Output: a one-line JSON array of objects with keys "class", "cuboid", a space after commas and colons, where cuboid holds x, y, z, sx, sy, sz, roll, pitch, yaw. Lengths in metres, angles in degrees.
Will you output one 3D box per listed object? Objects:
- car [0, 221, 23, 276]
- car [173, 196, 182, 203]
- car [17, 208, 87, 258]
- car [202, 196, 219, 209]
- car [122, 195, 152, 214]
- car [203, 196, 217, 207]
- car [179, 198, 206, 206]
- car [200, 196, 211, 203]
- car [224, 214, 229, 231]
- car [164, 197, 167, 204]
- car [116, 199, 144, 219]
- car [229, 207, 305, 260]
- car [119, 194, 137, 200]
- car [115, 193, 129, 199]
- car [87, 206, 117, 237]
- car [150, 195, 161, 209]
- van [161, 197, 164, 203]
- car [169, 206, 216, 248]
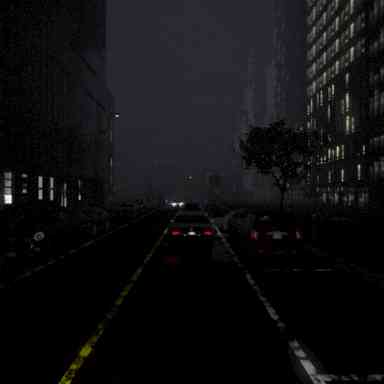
[{"class": "car", "cuboid": [-5.687, 1.545, 6.922, 1.887, 1.381, 4.507, 0, 0, 0]}, {"class": "car", "cuboid": [-3.001, 1.594, 70.688, 1.895, 1.301, 4.718, 0, 0, 0]}, {"class": "car", "cuboid": [-5.687, 1.440, 12.461, 1.967, 1.590, 4.097, 0, 0, 0]}, {"class": "car", "cuboid": [2.693, 1.547, 45.697, 1.887, 1.381, 4.507, 0, 0, 0]}, {"class": "car", "cuboid": [-5.687, 1.442, 34.619, 1.967, 1.590, 4.097, 0, 0, 0]}, {"class": "car", "cuboid": [2.694, 1.443, 51.237, 1.967, 1.590, 4.097, 0, 0, 0]}, {"class": "car", "cuboid": [0.000, 1.535, 29.650, 1.812, 1.442, 4.674, 0, 0, 0]}, {"class": "car", "cuboid": [2.693, 1.570, 67.854, 1.947, 1.339, 4.313, 0, 0, 0]}, {"class": "car", "cuboid": [2.693, 1.526, 18.171, 1.752, 1.417, 4.829, 0, 0, 0]}, {"class": "car", "cuboid": [-5.687, 1.569, 62.315, 1.947, 1.339, 4.313, 0, 0, 0]}, {"class": "car", "cuboid": [-5.687, 1.546, 29.079, 1.887, 1.381, 4.507, 0, 0, 0]}, {"class": "car", "cuboid": [2.694, 1.441, 12.462, 1.967, 1.590, 4.097, 0, 0, 0]}, {"class": "car", "cuboid": [-17.269, 1.375, 89.333, 4.507, 1.381, 1.887, 1, -1, -1]}, {"class": "car", "cuboid": [-17.148, 1.104, 80.958, 5.009, 1.841, 2.192, 1, -1, -1]}, {"class": "car", "cuboid": [-5.687, 1.551, 18.001, 2.008, 1.369, 4.403, 0, 0, 0]}, {"class": "car", "cuboid": [-5.687, 1.528, 45.527, 1.752, 1.417, 4.829, 0, 0, 0]}, {"class": "van", "cuboid": [-5.686, 1.344, 51.236, 1.690, 1.788, 3.998, 0, 0, 0]}, {"class": "car", "cuboid": [0.000, 1.565, 14.650, 2.033, 1.411, 5.357, 0, 0, 0]}]
